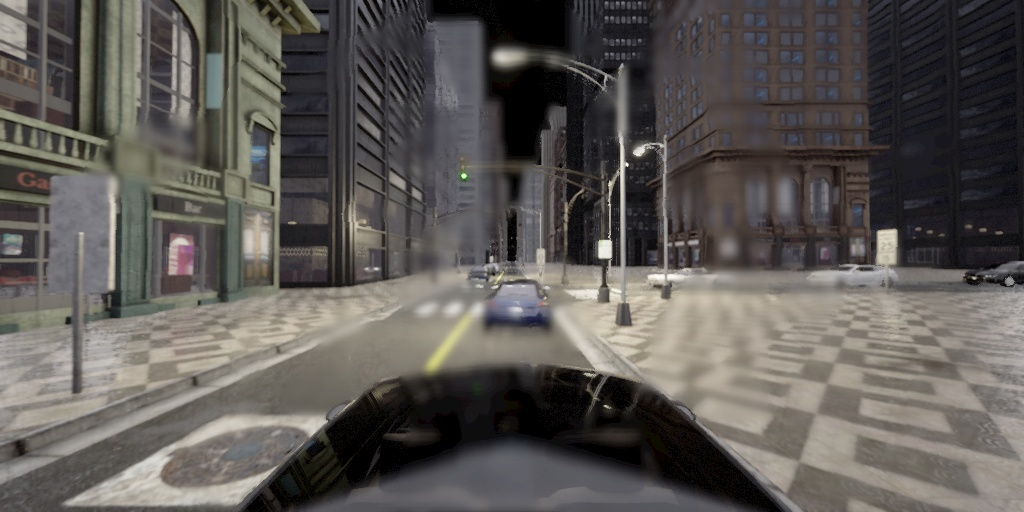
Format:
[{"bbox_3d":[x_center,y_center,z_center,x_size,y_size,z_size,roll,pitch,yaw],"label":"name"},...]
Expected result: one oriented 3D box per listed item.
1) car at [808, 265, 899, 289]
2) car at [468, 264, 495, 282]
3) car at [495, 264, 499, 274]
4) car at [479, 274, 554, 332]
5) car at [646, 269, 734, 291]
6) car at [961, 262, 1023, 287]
[{"bbox_3d":[21.179,1.259,22.301,4.674,1.442,1.812,-1,-1,0],"label":"car"},{"bbox_3d":[-3.058,1.695,34.672,2.033,1.411,5.357,0,-1,0],"label":"car"},{"bbox_3d":[-3.039,1.753,45.114,1.882,1.535,5.008,0,-1,0],"label":"car"},{"bbox_3d":[0.288,1.429,11.365,1.994,1.385,4.181,0,-1,5],"label":"car"},{"bbox_3d":[10.924,1.453,22.306,4.718,1.301,1.895,-1,-1,0],"label":"car"},{"bbox_3d":[31.147,1.130,22.289,4.892,1.490,1.837,0,-1,0],"label":"car"}]
